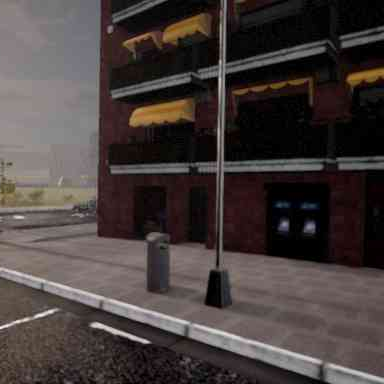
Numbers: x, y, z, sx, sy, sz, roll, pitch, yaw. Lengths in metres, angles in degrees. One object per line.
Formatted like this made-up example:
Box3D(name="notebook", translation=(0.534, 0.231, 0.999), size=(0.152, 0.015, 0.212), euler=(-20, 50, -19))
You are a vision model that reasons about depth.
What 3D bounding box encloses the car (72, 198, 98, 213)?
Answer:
Box3D(name="car", translation=(-9.131, 1.269, 33.042), size=(2.033, 1.411, 5.357), euler=(2, 1, 36))
